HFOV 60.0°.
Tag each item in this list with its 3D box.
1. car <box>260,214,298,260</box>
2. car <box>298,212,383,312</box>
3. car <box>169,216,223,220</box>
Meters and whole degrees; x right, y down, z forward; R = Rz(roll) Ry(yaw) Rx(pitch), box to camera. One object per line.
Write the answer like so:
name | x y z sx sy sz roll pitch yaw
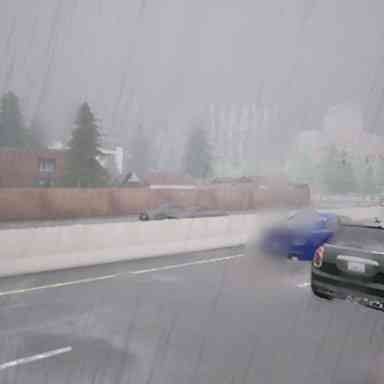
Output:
car | 4.505 1.427 11.267 5.008 1.535 1.882 -1 0 -36
car | 4.608 1.314 7.044 4.553 1.767 2.097 -1 0 -35
car | 0.334 1.502 21.409 4.181 1.385 1.994 0 0 -35
